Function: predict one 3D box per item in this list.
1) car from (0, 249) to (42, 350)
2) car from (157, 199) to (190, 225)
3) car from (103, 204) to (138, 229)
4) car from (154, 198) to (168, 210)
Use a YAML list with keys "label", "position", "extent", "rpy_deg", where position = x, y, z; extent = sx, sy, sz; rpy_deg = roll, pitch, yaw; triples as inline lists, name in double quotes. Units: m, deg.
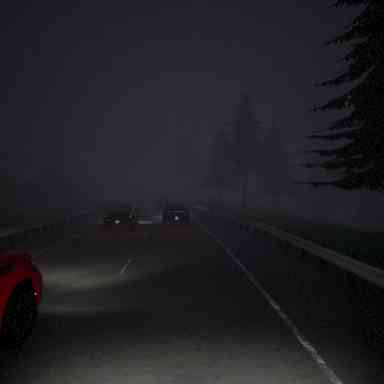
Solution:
- label: "car"
  position: [-3.479, 1.223, 3.062]
  extent: [2.150, 2.045, 5.566]
  rpy_deg: [0, 0, -1]
- label: "car"
  position: [-1.215, 1.478, 23.730]
  extent: [2.128, 1.511, 4.902]
  rpy_deg: [0, 0, -5]
- label: "car"
  position: [-4.494, 1.518, 21.344]
  extent: [1.812, 1.442, 4.674]
  rpy_deg: [0, 0, -5]
- label: "car"
  position: [-3.648, 1.458, 41.643]
  extent: [1.882, 1.535, 5.008]
  rpy_deg: [0, 0, -10]
